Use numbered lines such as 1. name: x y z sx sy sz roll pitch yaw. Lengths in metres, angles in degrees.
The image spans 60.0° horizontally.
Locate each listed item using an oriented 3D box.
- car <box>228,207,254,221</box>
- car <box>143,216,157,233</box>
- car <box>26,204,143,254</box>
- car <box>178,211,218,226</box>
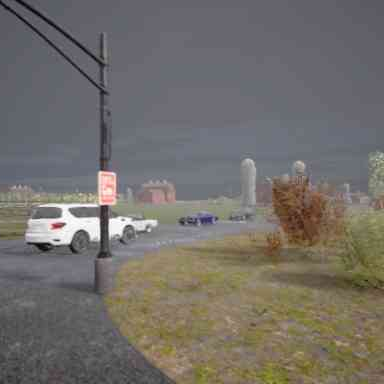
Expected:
1. car: 6.017 2.652 40.192 1.837 1.490 4.892 -2 -2 31
2. car: -4.558 2.206 22.804 1.895 1.301 4.718 -2 -2 32
3. car: -4.857 1.575 15.405 2.150 2.045 5.566 -3 -3 24
4. car: 0.611 2.470 31.284 1.895 1.301 4.718 -2 -2 31
